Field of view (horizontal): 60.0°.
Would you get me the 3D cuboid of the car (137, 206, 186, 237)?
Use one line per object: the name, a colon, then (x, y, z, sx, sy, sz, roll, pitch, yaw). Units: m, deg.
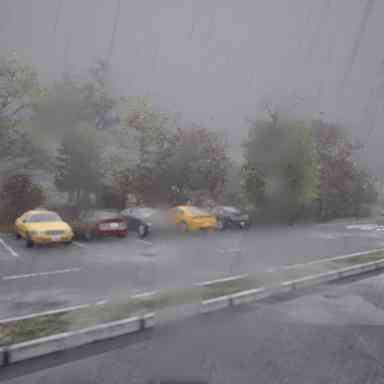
car: (-2.785, 1.620, 19.269, 2.231, 1.521, 4.892, 1, 0, -36)

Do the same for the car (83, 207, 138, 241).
car: (-5.037, 1.626, 17.689, 2.163, 1.488, 4.792, 1, -1, -36)

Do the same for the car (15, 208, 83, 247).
car: (-7.158, 1.564, 15.911, 1.946, 1.575, 5.366, 1, -1, -36)

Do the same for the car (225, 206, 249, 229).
car: (1.706, 1.663, 22.459, 2.231, 1.521, 4.892, 0, 0, -35)

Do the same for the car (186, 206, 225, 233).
car: (-0.537, 1.642, 20.859, 2.097, 1.535, 5.008, 1, 0, -36)
